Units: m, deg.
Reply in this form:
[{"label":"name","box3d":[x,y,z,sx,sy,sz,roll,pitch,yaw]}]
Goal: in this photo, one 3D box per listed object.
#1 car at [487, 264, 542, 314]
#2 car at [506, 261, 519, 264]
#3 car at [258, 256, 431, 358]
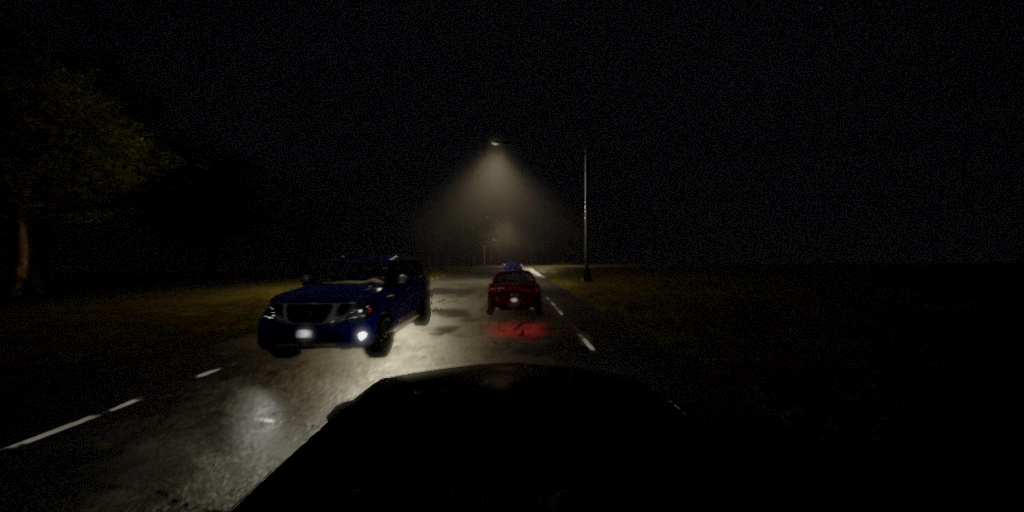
[{"label":"car","box3d":[0.087,1.272,14.137,1.882,1.535,5.008,0,0,0]},{"label":"car","box3d":[0.106,1.325,40.792,1.882,1.535,5.008,0,0,0]},{"label":"car","box3d":[-3.571,1.005,8.965,2.150,2.045,5.566,0,0,0]}]
